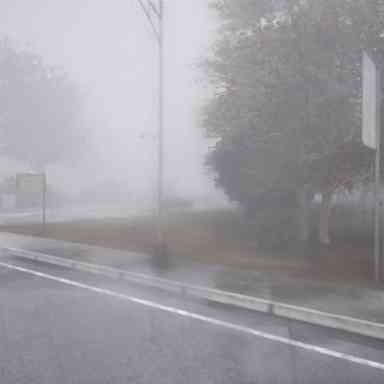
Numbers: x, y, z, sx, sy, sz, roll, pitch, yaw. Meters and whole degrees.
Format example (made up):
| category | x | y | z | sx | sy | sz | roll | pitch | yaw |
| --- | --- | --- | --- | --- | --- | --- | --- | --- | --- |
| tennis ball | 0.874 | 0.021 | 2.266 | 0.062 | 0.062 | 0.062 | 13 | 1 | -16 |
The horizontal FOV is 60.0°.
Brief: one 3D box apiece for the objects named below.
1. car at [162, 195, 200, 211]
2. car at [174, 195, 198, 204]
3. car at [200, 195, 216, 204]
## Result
| category | x | y | z | sx | sy | sz | roll | pitch | yaw |
| --- | --- | --- | --- | --- | --- | --- | --- | --- | --- |
| car | -1.739 | 1.340 | 39.012 | 2.128 | 1.511 | 4.902 | 0 | 0 | 38 |
| car | -0.984 | 1.250 | 57.479 | 1.812 | 1.442 | 4.674 | 0 | 0 | 36 |
| car | 2.264 | 1.245 | 55.986 | 1.837 | 1.490 | 4.892 | 0 | 0 | 36 |
